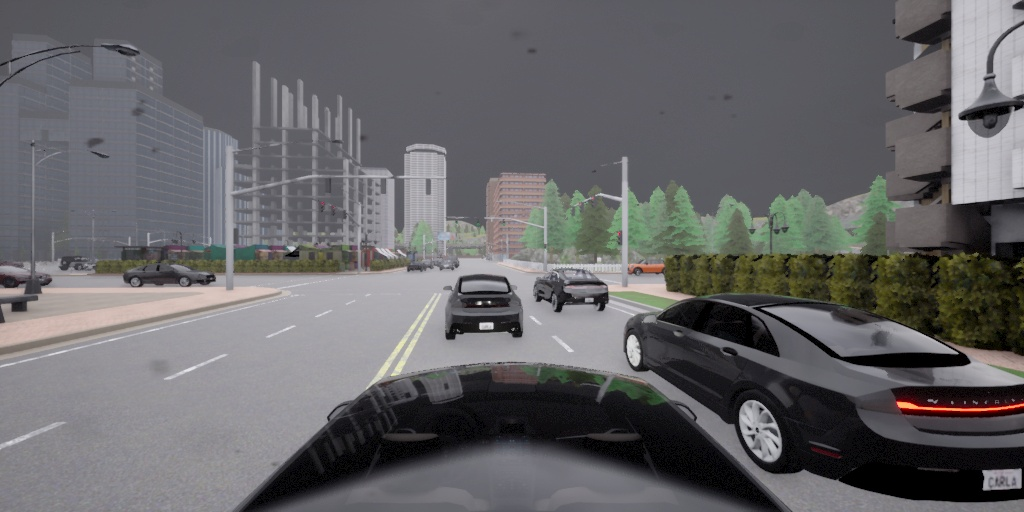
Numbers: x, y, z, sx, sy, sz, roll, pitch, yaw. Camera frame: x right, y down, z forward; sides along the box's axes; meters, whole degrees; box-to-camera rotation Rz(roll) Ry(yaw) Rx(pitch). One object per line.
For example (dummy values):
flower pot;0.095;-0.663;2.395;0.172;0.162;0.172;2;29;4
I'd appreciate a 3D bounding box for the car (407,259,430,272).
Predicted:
car;-12.158;1.344;46.076;1.895;1.301;4.718;0;0;-4

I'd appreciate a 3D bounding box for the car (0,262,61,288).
car;-32.350;1.272;22.684;4.674;1.442;1.812;0;0;-5

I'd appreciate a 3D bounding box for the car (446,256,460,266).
car;-10.106;0.962;59.860;2.150;2.045;5.566;0;0;-6

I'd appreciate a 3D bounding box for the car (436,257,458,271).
car;-9.019;1.234;50.059;2.128;1.511;4.902;0;0;-6

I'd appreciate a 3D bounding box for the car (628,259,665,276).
car;14.087;1.097;37.475;4.553;1.767;2.097;0;0;-5

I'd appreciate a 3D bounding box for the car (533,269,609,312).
car;2.150;1.240;14.193;2.128;1.511;4.902;0;0;-9

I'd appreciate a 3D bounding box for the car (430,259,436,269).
car;-13.125;1.246;55.315;1.837;1.490;4.892;0;0;-6

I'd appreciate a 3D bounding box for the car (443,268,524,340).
car;-0.850;1.254;10.079;1.837;1.490;4.892;0;0;-7

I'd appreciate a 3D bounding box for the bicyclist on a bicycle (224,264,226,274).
bicyclist on a bicycle;-29.487;1.005;37.420;0.582;1.620;1.656;0;5;-5

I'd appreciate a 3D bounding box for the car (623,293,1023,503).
car;3.116;1.254;4.829;1.837;1.490;4.892;0;0;-4

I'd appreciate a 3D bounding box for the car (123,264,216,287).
car;-22.360;1.251;23.554;4.892;1.490;1.837;0;0;-5
